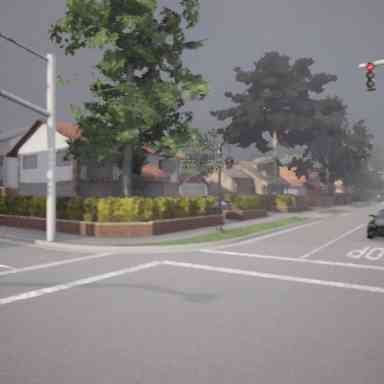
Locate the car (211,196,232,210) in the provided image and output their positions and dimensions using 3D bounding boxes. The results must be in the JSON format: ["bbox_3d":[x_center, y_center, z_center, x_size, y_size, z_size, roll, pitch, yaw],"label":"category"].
[{"bbox_3d":[2.247,1.183,34.721,3.806,1.475,1.970,0,0,36],"label":"car"}]

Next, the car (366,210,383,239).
[{"bbox_3d":[9.915,1.566,16.407,1.994,1.385,4.181,0,0,35],"label":"car"}]
